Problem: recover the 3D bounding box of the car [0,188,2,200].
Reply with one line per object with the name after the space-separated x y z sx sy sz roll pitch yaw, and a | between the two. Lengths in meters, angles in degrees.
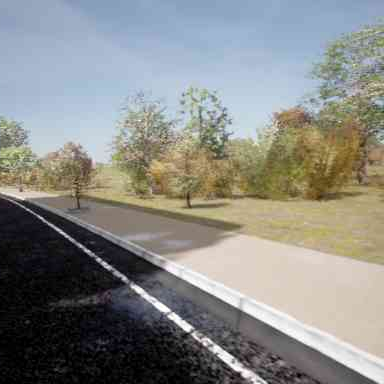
-19.893 0.065 32.633 1.882 1.535 5.008 -5 5 -34 | car
